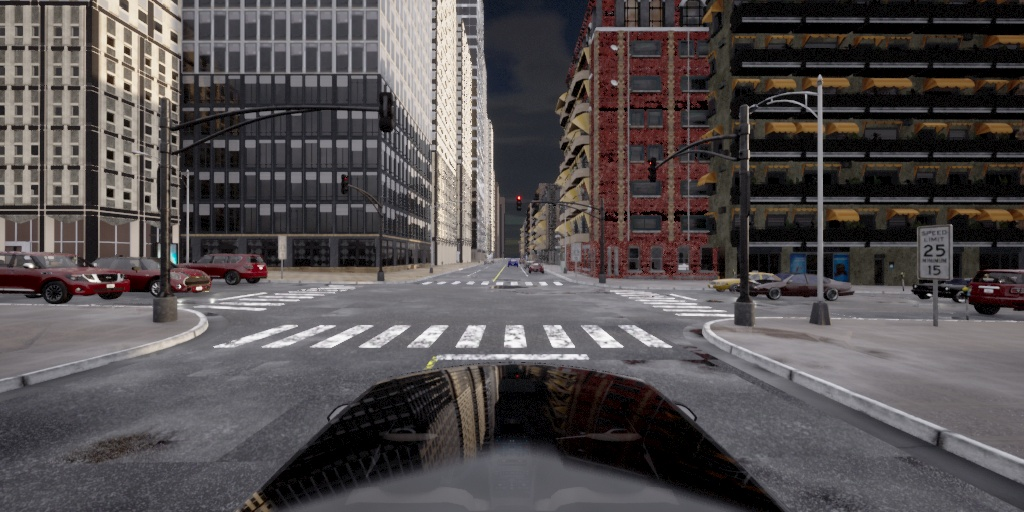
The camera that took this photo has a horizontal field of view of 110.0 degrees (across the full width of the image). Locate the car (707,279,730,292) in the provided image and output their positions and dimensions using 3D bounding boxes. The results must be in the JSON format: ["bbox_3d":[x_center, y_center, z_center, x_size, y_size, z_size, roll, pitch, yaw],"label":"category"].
[{"bbox_3d":[14.656,1.587,22.022,4.829,1.417,1.751,0,0,0],"label":"car"}]

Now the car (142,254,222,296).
[{"bbox_3d":[-16.271,0.825,16.035,4.553,1.767,2.097,1,0,-2],"label":"car"}]

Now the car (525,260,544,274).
[{"bbox_3d":[2.791,1.341,41.734,1.802,1.307,4.207,0,0,0],"label":"car"}]

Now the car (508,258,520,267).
[{"bbox_3d":[0.180,1.251,65.086,1.882,1.535,5.008,0,0,0],"label":"car"}]

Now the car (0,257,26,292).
[{"bbox_3d":[-25.385,0.781,15.930,5.008,1.535,1.882,1,0,0],"label":"car"}]

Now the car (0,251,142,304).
[{"bbox_3d":[-17.560,0.757,13.401,5.009,1.841,2.192,0,0,0],"label":"car"}]

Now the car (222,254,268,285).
[{"bbox_3d":[-17.684,0.776,21.780,5.009,1.841,2.192,0,0,0],"label":"car"}]

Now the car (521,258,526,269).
[{"bbox_3d":[2.757,1.317,54.651,2.007,1.370,4.403,0,0,0],"label":"car"}]

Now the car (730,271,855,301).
[{"bbox_3d":[15.256,1.610,19.435,5.357,1.411,2.033,1,0,0],"label":"car"}]

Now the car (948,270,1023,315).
[{"bbox_3d":[20.614,1.461,13.718,5.009,1.841,2.192,0,0,0],"label":"car"}]

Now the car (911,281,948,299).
[{"bbox_3d":[24.886,1.839,19.507,4.718,1.301,1.895,1,0,-1],"label":"car"}]
